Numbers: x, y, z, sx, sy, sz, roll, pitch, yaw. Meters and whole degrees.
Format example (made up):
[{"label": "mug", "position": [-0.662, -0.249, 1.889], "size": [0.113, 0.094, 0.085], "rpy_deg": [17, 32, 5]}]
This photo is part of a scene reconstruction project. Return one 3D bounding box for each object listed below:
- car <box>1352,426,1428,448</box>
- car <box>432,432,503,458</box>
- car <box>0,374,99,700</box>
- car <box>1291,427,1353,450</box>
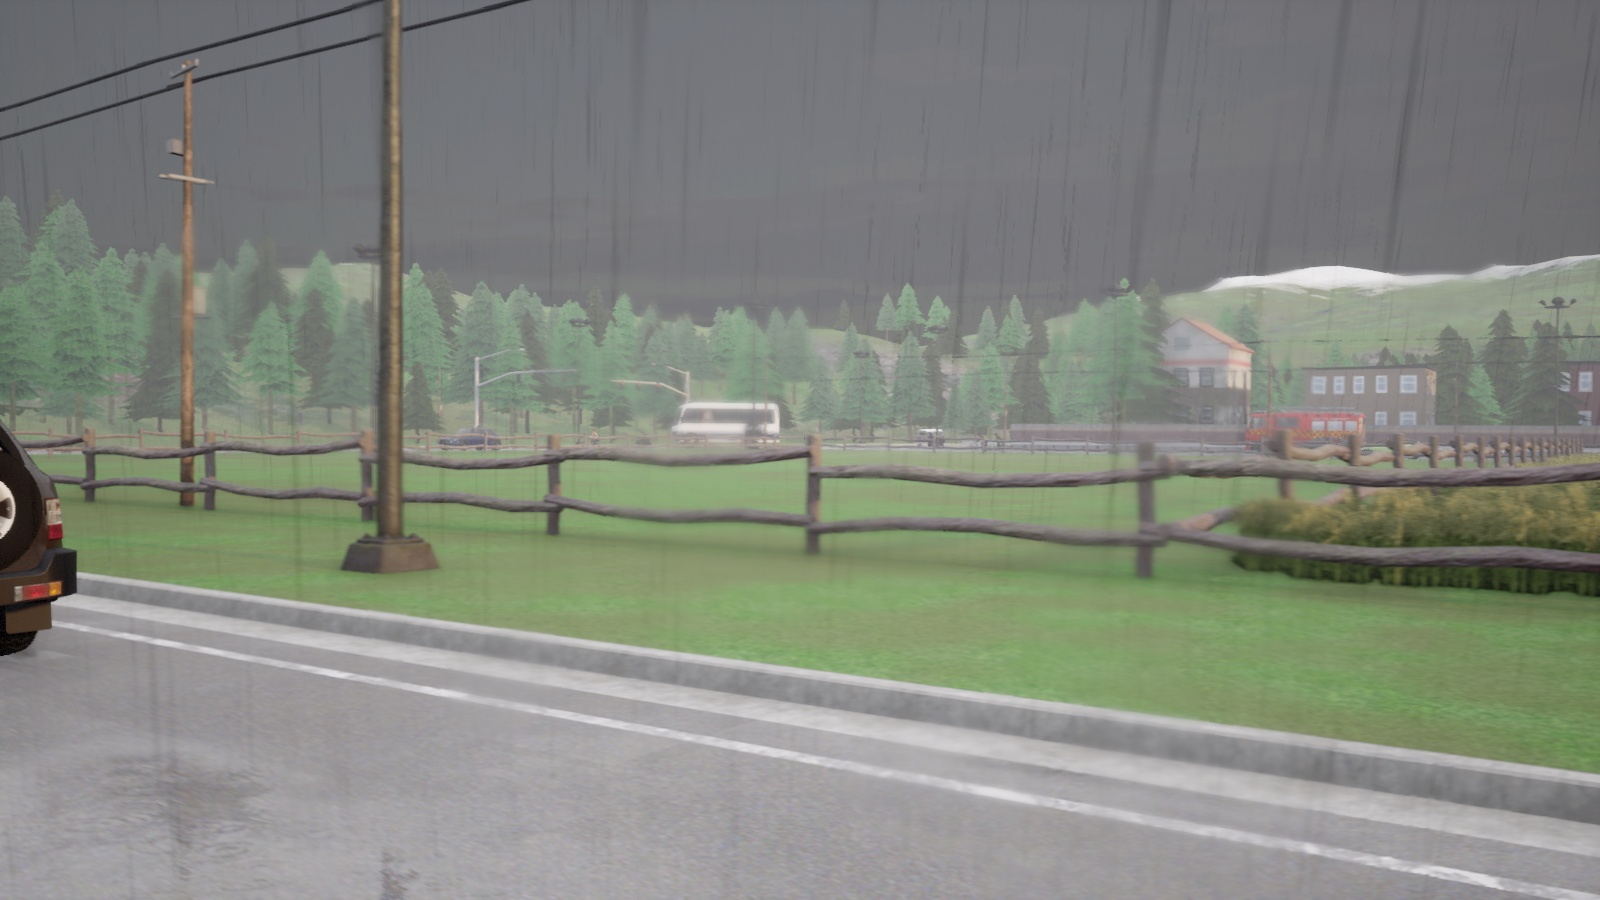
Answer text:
[{"label": "car", "position": [41.364, -0.890, 88.065], "size": [4.514, 1.525, 2.007], "rpy_deg": [0, 1, 34]}, {"label": "car", "position": [-23.532, -0.371, 89.077], "size": [2.097, 1.767, 4.553], "rpy_deg": [0, 1, 34]}, {"label": "car", "position": [-6.715, 0.504, 8.081], "size": [4.605, 1.855, 1.932], "rpy_deg": [0, 1, 34]}, {"label": "car", "position": [36.254, -0.799, 87.280], "size": [3.705, 1.549, 1.789], "rpy_deg": [0, 1, 34]}]
